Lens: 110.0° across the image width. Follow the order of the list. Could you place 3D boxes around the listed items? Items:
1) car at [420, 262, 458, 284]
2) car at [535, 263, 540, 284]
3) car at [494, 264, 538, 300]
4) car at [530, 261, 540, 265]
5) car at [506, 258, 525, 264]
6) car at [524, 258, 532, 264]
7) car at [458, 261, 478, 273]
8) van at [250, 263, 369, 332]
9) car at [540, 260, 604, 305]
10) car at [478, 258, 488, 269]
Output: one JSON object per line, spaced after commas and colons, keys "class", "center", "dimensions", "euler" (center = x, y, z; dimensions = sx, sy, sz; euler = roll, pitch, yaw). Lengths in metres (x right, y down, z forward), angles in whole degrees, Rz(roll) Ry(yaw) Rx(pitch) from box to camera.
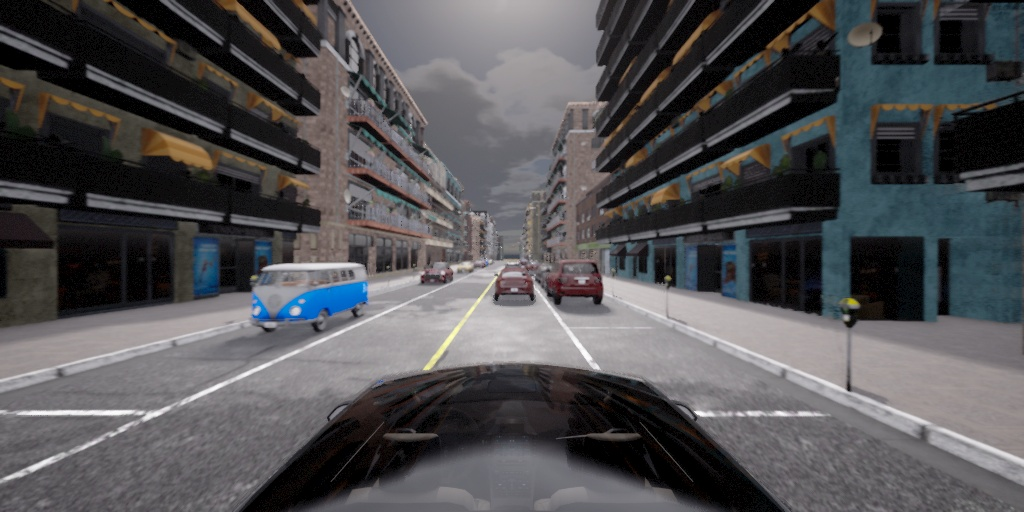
{"class": "car", "center": [-5.684, 1.227, 27.529], "dimensions": [1.967, 1.591, 4.097], "euler": [0, 0, 0]}
{"class": "car", "center": [2.695, 1.328, 21.842], "dimensions": [2.007, 1.370, 4.403], "euler": [0, 0, 0]}
{"class": "car", "center": [0.104, 1.296, 17.757], "dimensions": [1.812, 1.442, 4.674], "euler": [0, 0, 0]}
{"class": "car", "center": [2.697, 1.338, 27.503], "dimensions": [2.007, 1.370, 4.403], "euler": [0, 0, 0]}
{"class": "car", "center": [0.111, 1.307, 40.842], "dimensions": [2.128, 1.511, 4.902], "euler": [0, 0, 0]}
{"class": "car", "center": [2.701, 1.265, 44.488], "dimensions": [1.967, 1.591, 4.097], "euler": [0, 0, 0]}
{"class": "car", "center": [-5.680, 1.350, 44.345], "dimensions": [1.751, 1.417, 4.829], "euler": [0, 0, 0]}
{"class": "van", "center": [-5.688, 1.100, 10.545], "dimensions": [1.690, 1.789, 3.998], "euler": [0, 0, 0]}
{"class": "car", "center": [2.694, 1.083, 16.180], "dimensions": [2.192, 1.841, 5.009], "euler": [0, 0, 0]}
{"class": "car", "center": [-5.676, 1.460, 61.500], "dimensions": [1.802, 1.307, 4.207], "euler": [0, 0, 0]}
